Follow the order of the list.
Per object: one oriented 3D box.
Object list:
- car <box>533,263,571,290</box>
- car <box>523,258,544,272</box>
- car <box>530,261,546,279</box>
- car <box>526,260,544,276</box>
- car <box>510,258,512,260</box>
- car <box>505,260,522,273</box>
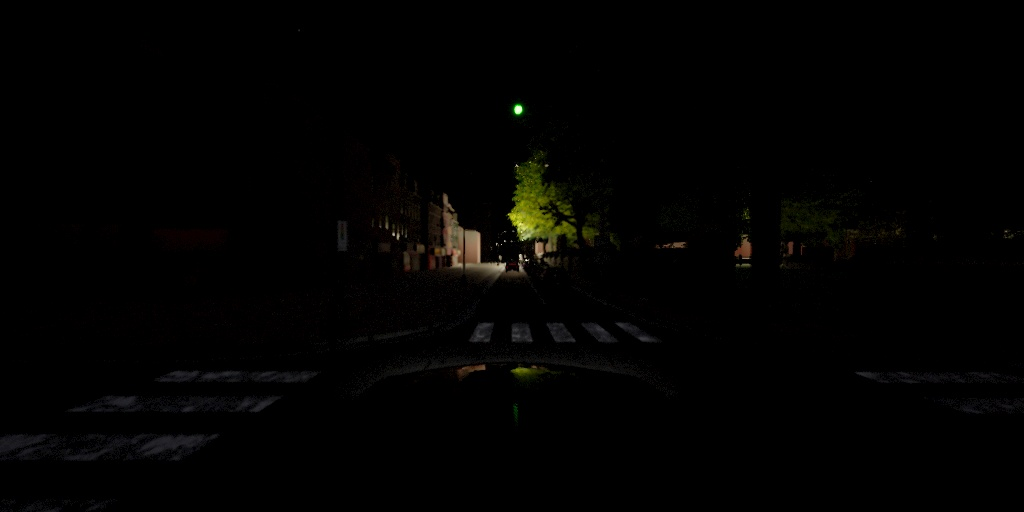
[{"bbox_3d":[2.639,1.321,22.535,2.007,1.370,4.403,0,0,0],"label":"car"},{"bbox_3d":[2.641,1.147,38.883,2.192,1.841,5.009,0,0,0],"label":"car"},{"bbox_3d":[2.639,1.313,28.153,1.751,1.417,4.829,0,0,0],"label":"car"},{"bbox_3d":[2.640,1.358,33.435,2.007,1.370,4.403,0,0,0],"label":"car"},{"bbox_3d":[0.005,1.436,57.100,1.837,1.490,4.892,0,0,0],"label":"car"},{"bbox_3d":[0.053,1.477,47.110,1.895,1.301,4.718,0,0,0],"label":"car"}]
